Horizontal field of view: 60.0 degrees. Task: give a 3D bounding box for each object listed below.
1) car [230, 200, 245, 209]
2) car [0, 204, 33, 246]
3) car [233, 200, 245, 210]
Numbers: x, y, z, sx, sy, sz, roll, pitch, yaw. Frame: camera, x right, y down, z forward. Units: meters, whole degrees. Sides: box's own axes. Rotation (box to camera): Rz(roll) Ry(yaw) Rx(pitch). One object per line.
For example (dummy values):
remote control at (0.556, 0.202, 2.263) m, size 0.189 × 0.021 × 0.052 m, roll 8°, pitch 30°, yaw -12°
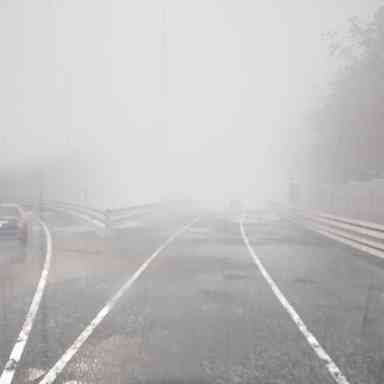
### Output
car at (7.467, 2.151, 56.736) m, size 2.128 × 1.511 × 4.902 m, roll 0°, pitch -3°, yaw 11°
car at (-8.318, 1.301, 14.806) m, size 2.097 × 1.767 × 4.553 m, roll 0°, pitch 0°, yaw -23°
car at (9.468, 2.590, 66.939) m, size 2.097 × 1.767 × 4.553 m, roll 0°, pitch -4°, yaw 12°
